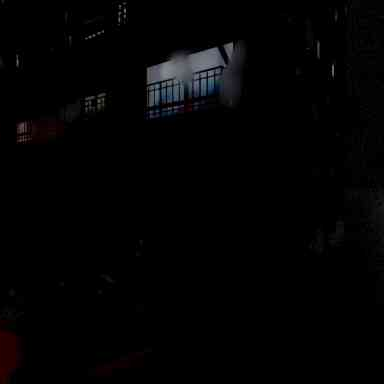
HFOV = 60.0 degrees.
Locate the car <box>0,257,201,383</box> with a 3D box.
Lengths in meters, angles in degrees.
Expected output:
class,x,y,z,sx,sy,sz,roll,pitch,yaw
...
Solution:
class,x,y,z,sx,sy,sz,roll,pitch,yaw
car,-2.012,1.545,4.306,4.507,1.381,1.887,0,0,35
